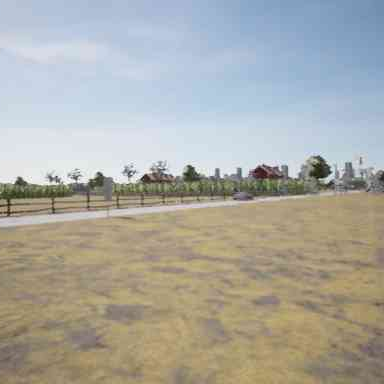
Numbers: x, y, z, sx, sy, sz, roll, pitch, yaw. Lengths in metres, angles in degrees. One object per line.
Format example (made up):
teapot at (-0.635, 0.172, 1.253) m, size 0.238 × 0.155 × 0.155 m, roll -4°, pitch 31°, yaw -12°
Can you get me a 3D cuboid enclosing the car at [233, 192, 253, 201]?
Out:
car at (8.269, 0.667, 54.021) m, size 1.994 × 1.385 × 4.181 m, roll 0°, pitch 1°, yaw 36°
